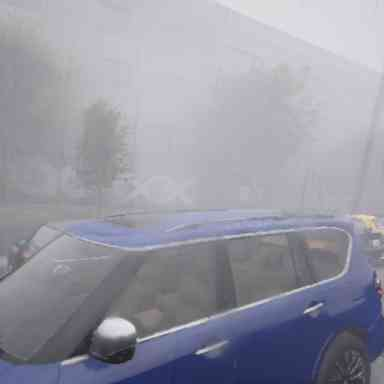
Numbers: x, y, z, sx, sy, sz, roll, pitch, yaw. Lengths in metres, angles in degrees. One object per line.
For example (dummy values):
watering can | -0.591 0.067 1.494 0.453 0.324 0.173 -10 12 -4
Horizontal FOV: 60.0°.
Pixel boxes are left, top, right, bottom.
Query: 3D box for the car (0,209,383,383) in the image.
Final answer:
car | -0.379 1.232 3.109 5.566 2.045 2.150 1 0 -36

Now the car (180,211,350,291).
car | 1.908 1.538 10.564 1.946 1.575 5.366 1 0 -36
